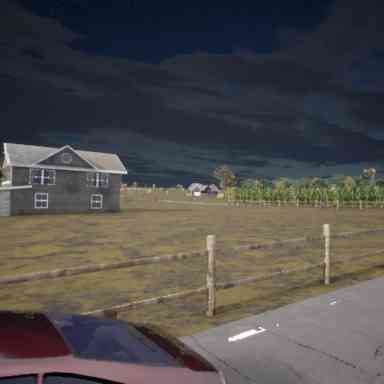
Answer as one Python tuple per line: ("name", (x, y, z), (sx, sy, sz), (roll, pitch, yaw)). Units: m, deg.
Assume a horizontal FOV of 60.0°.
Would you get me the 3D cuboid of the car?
("car", (-1.690, 1.564, 1.866), (4.181, 1.385, 1.994), (0, 0, -35))
